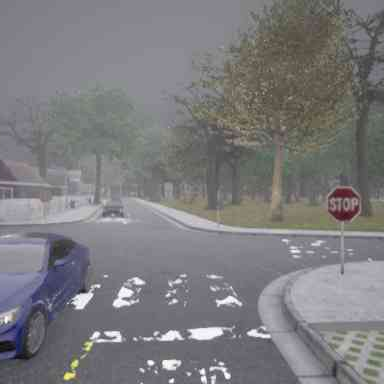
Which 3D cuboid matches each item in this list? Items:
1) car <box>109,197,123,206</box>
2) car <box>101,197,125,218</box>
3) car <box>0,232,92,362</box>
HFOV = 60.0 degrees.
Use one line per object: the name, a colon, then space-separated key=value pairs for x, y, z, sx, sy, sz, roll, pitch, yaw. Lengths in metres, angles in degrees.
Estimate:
car: x=-12.210 y=1.472 z=53.574 sx=2.033 sy=1.411 sz=5.357 roll=0 pitch=0 yaw=-12
car: x=-6.987 y=1.475 z=29.618 sx=2.033 sy=1.411 sz=5.357 roll=0 pitch=0 yaw=-12
car: x=-3.106 y=1.516 z=6.005 sx=1.812 sy=1.442 sz=4.674 roll=0 pitch=0 yaw=-4
